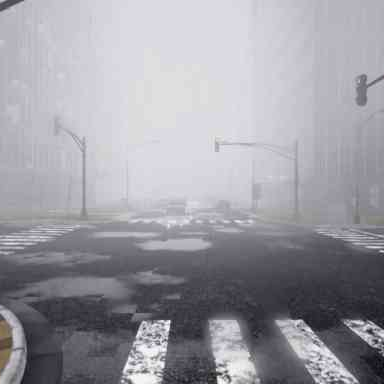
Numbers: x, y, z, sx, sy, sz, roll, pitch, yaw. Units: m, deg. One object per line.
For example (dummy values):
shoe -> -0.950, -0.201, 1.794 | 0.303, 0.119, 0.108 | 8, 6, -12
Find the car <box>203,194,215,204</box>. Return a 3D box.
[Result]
car -> 3.596, 1.313, 63.948 | 2.192, 1.841, 5.009 | 0, 0, 0

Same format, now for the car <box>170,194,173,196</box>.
car -> -4.284, 1.564, 63.892 | 1.947, 1.339, 4.313 | 0, 0, 0

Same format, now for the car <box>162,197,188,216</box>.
car -> -1.599, 1.564, 33.645 | 2.033, 1.411, 5.357 | 0, 0, 0

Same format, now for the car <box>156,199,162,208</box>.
car -> -4.165, 1.593, 47.309 | 1.802, 1.307, 4.206 | 0, 0, 0

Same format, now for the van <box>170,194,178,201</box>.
van -> -4.403, 1.321, 80.474 | 1.690, 1.788, 3.998 | 0, 0, 0

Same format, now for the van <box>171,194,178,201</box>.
van -> -4.443, 1.315, 86.001 | 1.690, 1.788, 3.998 | 0, 0, 0

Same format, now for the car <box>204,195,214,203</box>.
car -> 3.556, 1.432, 69.476 | 1.967, 1.590, 4.097 | 0, 0, 0

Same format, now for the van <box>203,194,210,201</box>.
van -> 3.477, 1.321, 80.531 | 1.690, 1.788, 3.998 | 0, 0, 0

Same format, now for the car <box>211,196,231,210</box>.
car -> 3.804, 1.579, 41.840 | 1.947, 1.339, 4.313 | 0, 0, 0

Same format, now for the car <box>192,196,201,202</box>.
car -> 0.969, 1.513, 73.120 | 1.812, 1.442, 4.674 | 0, 0, 0

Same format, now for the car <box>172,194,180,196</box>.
car -> -1.737, 1.498, 54.234 | 2.128, 1.511, 4.902 | 0, 0, 0
